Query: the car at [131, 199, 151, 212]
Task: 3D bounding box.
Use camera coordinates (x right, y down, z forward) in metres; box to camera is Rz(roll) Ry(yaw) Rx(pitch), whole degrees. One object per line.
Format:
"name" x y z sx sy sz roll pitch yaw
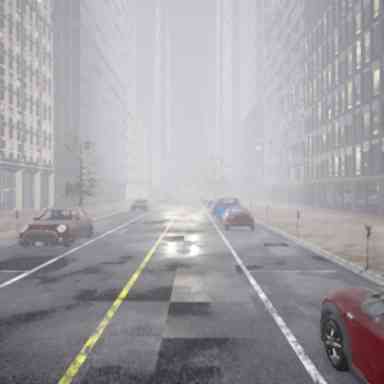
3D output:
"car" -5.660 1.432 37.135 1.947 1.339 4.313 0 0 0

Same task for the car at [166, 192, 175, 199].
"car" -5.617 0.963 88.363 2.192 1.841 5.009 0 0 0

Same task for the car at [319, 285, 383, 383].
"car" 2.691 1.428 2.963 1.967 1.590 4.097 0 0 0

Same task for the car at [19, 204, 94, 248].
"car" -5.680 1.392 14.368 1.967 1.590 4.097 0 0 0

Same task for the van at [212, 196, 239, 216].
"van" 2.710 1.247 25.730 1.690 1.788 3.998 0 0 0

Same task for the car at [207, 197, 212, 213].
"car" 2.716 1.430 31.423 1.887 1.381 4.507 0 0 0

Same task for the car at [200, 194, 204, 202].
"car" 2.735 1.377 54.194 1.802 1.307 4.206 0 0 0

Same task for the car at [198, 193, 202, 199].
"car" 2.746 1.313 65.576 1.947 1.339 4.313 0 0 0

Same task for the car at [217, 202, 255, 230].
"car" 2.706 1.509 20.039 1.802 1.307 4.206 0 0 0

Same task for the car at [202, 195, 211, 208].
"car" 2.726 1.391 42.808 2.008 1.369 4.403 0 0 0

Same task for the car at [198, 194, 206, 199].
"car" 2.770 1.169 94.038 2.008 1.369 4.403 0 0 0

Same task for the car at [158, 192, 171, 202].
"car" -5.635 1.277 65.426 1.752 1.417 4.829 0 0 0

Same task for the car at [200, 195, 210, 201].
"car" 2.750 1.274 71.269 2.008 1.369 4.403 0 0 0

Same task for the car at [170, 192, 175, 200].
"car" -5.627 1.016 76.979 2.192 1.841 5.009 0 0 0
